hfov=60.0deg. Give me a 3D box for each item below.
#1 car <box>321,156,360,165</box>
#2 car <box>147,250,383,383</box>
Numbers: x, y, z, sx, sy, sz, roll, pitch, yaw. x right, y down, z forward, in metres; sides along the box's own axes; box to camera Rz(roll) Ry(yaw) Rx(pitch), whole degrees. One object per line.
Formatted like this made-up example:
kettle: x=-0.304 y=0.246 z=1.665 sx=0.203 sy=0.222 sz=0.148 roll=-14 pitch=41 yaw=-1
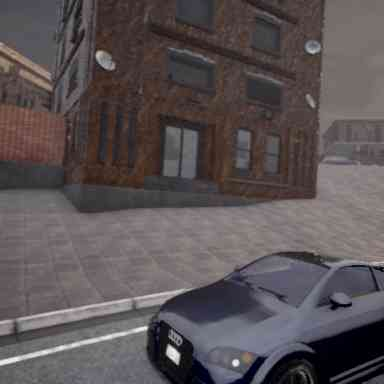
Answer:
car: x=18.541 y=-3.616 z=41.549 sx=4.553 sy=1.767 sz=2.185 roll=3 pitch=-2 yaw=13
car: x=1.522 y=1.562 z=4.558 sx=4.181 sy=1.385 sz=1.994 roll=0 pitch=0 yaw=-30
